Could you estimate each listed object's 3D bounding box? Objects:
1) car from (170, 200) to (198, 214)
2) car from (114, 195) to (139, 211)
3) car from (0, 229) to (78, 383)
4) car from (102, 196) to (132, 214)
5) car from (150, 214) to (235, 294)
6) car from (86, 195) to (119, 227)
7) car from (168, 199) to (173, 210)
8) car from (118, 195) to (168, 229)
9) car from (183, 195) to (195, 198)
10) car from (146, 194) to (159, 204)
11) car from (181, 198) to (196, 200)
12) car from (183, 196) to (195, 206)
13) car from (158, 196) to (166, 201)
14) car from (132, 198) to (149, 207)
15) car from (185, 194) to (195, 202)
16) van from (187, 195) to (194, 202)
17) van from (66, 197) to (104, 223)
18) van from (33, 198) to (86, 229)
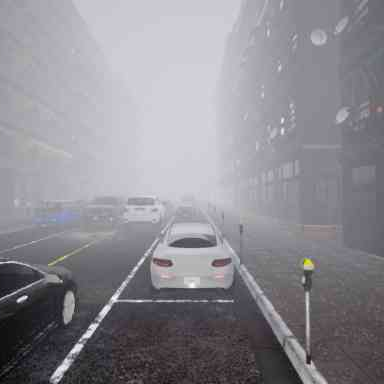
[{"bbox_3d":[-0.438,1.572,26.224,1.887,1.381,4.507,1,0,0],"label":"car"},{"bbox_3d":[-8.314,1.379,42.876,2.192,1.841,5.009,1,0,0],"label":"car"},{"bbox_3d":[-2.924,1.507,3.974,1.837,1.490,4.892,0,0,0],"label":"car"},{"bbox_3d":[-8.313,1.366,37.346,2.192,1.841,5.009,1,0,0],"label":"car"},{"bbox_3d":[0.003,1.531,8.653,1.812,1.442,4.674,0,0,0],"label":"car"},{"bbox_3d":[-5.871,1.243,23.072,2.150,2.045,5.566,0,0,0],"label":"car"},{"bbox_3d":[-2.924,1.580,39.266,1.812,1.442,4.674,0,0,0],"label":"car"},{"bbox_3d":[-3.021,1.240,21.959,2.150,2.045,5.566,0,0,0],"label":"car"},{"bbox_3d":[-0.429,1.490,37.286,1.967,1.590,4.097,1,0,0],"label":"car"},{"bbox_3d":[-8.317,1.471,70.528,2.192,1.841,5.009,1,0,0],"label":"car"},{"bbox_3d":[-0.438,1.583,31.754,1.887,1.381,4.507,1,0,0],"label":"car"},{"bbox_3d":[-0.473,1.553,59.411,1.967,1.590,4.097,1,0,0],"label":"car"},{"bbox_3d":[-8.326,1.847,92.652,1.802,1.307,4.206,1,0,0],"label":"car"},{"bbox_3d":[-8.321,1.660,53.938,1.947,1.339,4.313,1,0,0],"label":"car"},{"bbox_3d":[-0.472,1.521,81.536,2.192,1.841,5.009,1,0,0],"label":"car"},{"bbox_3d":[-0.473,1.576,87.068,1.690,1.788,3.998,1,0,0],"label":"van"},{"bbox_3d":[-8.313,1.368,26.285,1.690,1.788,3.998,1,0,0],"label":"van"},{"bbox_3d":[-8.312,1.359,20.753,1.690,1.788,3.998,2,0,0],"label":"van"}]
